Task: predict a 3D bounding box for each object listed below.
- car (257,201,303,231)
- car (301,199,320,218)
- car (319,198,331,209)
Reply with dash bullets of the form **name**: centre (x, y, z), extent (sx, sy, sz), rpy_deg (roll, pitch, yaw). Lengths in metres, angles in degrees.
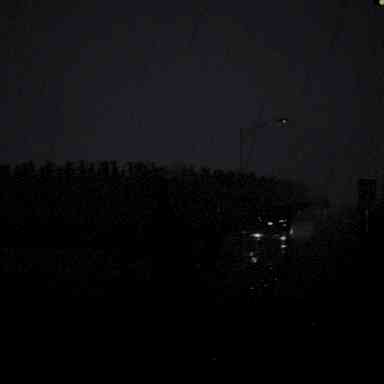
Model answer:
- **car**: centre (5.509, 1.553, 21.036), extent (1.837, 1.490, 4.892), rpy_deg (0, 0, 26)
- **car**: centre (10.677, 1.617, 31.524), extent (1.812, 1.442, 4.674), rpy_deg (0, 1, 27)
- **car**: centre (19.236, 1.644, 48.777), extent (2.128, 1.511, 4.902), rpy_deg (0, 0, 27)
